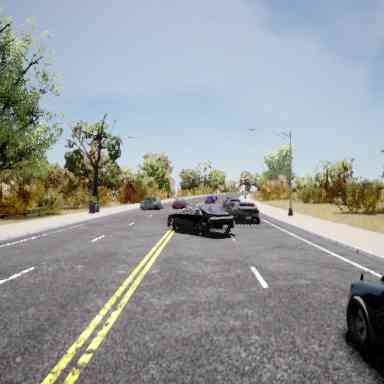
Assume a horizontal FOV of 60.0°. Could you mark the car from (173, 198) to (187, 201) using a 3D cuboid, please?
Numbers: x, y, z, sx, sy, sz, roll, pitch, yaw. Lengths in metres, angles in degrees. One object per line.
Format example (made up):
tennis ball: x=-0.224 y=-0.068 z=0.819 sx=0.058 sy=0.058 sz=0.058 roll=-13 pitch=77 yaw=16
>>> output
car: x=-1.513 y=1.525 z=43.676 sx=1.994 sy=1.385 sz=4.181 roll=0 pitch=0 yaw=4

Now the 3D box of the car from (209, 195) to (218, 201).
car: x=5.000 y=1.408 z=76.786 sx=1.994 sy=1.385 sz=4.181 roll=0 pitch=0 yaw=7

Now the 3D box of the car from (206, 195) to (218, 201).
car: x=3.583 y=1.426 z=63.361 sx=1.812 sy=1.442 sz=4.674 roll=0 pitch=0 yaw=6

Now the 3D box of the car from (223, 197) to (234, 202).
car: x=4.554 y=1.474 z=35.978 sx=1.837 sy=1.490 sz=4.892 roll=0 pitch=0 yaw=4

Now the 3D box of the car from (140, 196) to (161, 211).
car: x=-4.974 y=1.324 z=40.786 sx=2.097 sy=1.767 sz=4.553 roll=0 pitch=0 yaw=4

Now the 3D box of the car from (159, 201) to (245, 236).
car: x=0.363 y=1.488 z=18.568 sx=2.128 sy=1.511 sz=4.902 roll=-1 pitch=0 yaw=-33

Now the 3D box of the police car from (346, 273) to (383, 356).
police car: x=3.288 y=1.505 z=3.228 sx=2.038 sy=1.542 sz=4.974 roll=0 pitch=0 yaw=1

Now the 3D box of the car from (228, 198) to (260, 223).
car: x=3.963 y=1.492 z=25.070 sx=1.837 sy=1.490 sz=4.892 roll=0 pitch=0 yaw=3

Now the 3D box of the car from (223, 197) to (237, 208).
car: x=5.314 y=1.448 z=46.879 sx=1.837 sy=1.490 sz=4.892 roll=0 pitch=0 yaw=4
